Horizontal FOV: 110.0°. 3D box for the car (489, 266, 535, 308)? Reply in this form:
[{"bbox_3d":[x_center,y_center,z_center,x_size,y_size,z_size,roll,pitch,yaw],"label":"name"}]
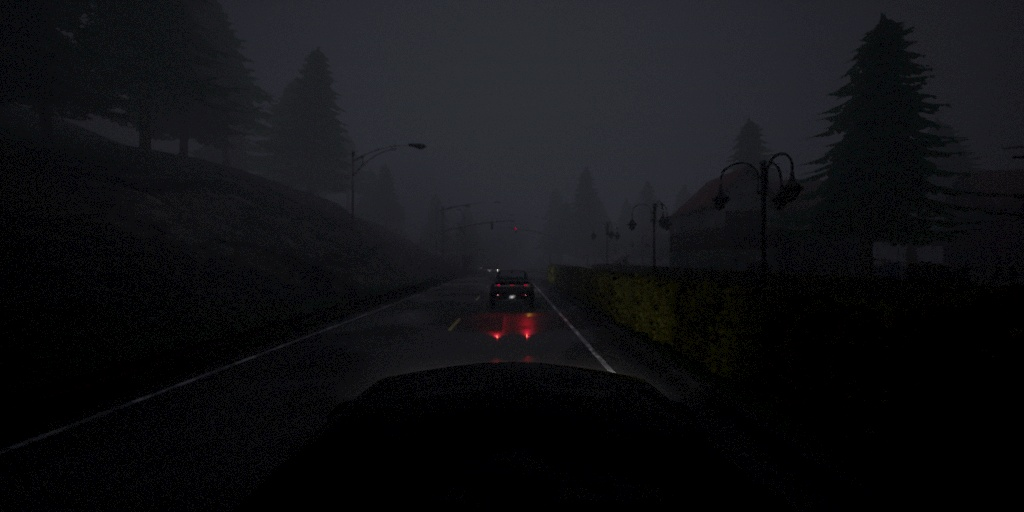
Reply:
[{"bbox_3d":[0.004,1.377,16.148,2.128,1.511,4.902,0,0,0],"label":"car"}]
